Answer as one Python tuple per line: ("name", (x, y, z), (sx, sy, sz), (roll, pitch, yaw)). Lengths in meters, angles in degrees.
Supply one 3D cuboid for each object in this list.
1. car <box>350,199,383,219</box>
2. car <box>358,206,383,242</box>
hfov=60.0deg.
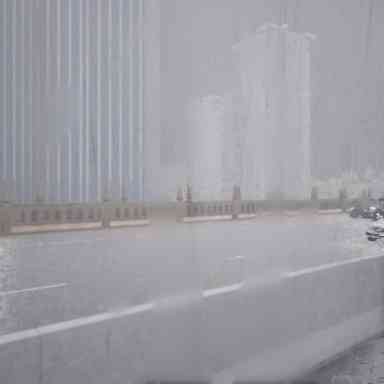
("car", (15.133, 1.357, 27.675), (4.553, 1.767, 2.097), (0, 0, -35))
("car", (9.919, 1.526, 15.364), (4.674, 1.442, 1.812), (0, 0, -35))
